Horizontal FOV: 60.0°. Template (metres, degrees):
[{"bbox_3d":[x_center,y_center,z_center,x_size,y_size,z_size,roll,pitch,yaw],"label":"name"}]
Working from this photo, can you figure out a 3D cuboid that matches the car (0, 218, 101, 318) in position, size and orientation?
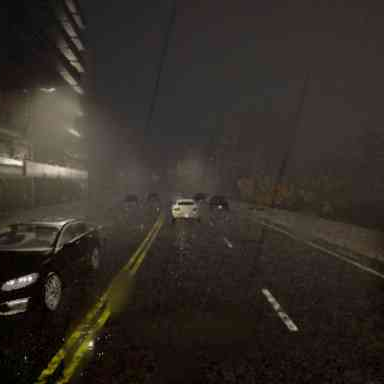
[{"bbox_3d":[-3.430,1.394,7.488,2.128,1.511,4.902,0,1,-1],"label":"car"}]

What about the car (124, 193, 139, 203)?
[{"bbox_3d":[-9.101,0.907,50.280,1.994,1.385,4.181,0,1,-6],"label":"car"}]

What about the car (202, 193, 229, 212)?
[{"bbox_3d":[2.318,1.042,31.528,1.837,1.490,4.892,0,0,-4],"label":"car"}]

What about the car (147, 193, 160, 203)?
[{"bbox_3d":[-5.869,0.846,50.614,1.812,1.442,4.674,0,1,-6],"label":"car"}]

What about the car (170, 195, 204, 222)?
[{"bbox_3d":[-0.453,1.200,22.901,1.812,1.442,4.674,0,1,-3],"label":"car"}]

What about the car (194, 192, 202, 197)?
[{"bbox_3d":[1.054,0.822,46.878,1.837,1.490,4.892,0,1,-5],"label":"car"}]

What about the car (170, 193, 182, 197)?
[{"bbox_3d":[-1.948,0.885,44.694,1.812,1.442,4.674,0,1,-5],"label":"car"}]
